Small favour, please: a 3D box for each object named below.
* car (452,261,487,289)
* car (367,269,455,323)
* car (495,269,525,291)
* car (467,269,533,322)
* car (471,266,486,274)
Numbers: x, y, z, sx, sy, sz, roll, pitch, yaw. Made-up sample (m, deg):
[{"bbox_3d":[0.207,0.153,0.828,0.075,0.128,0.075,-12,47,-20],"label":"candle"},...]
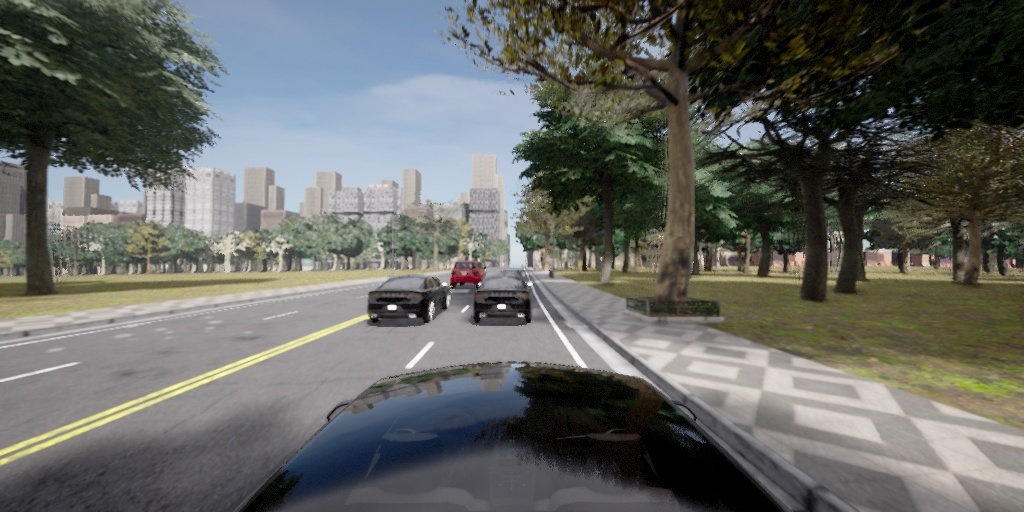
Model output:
[{"bbox_3d":[-3.264,1.388,27.799,2.150,2.045,5.566,0,-1,2],"label":"car"},{"bbox_3d":[-3.515,1.396,13.033,1.882,1.535,5.008,0,-1,0],"label":"car"},{"bbox_3d":[-0.054,1.690,26.661,2.033,1.411,5.357,0,-1,2],"label":"car"},{"bbox_3d":[-0.266,1.396,13.129,1.882,1.535,5.008,0,-1,1],"label":"car"},{"bbox_3d":[-5.622,2.379,60.362,1.895,1.301,4.718,0,-1,2],"label":"car"}]
